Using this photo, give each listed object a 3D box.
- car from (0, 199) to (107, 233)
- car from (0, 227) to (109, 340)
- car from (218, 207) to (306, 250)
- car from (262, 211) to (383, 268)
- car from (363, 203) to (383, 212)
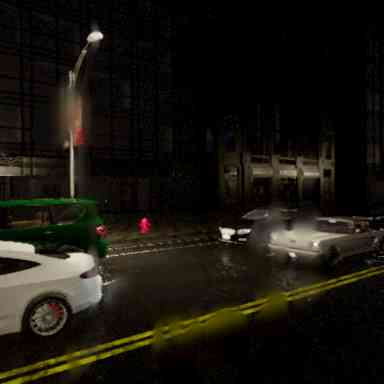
[{"bbox_3d":[-4.886,1.217,8.186,5.566,2.045,2.150,0,0,-36],"label":"car"},{"bbox_3d":[-3.736,1.528,5.012,4.674,1.442,1.812,0,0,-36],"label":"car"},{"bbox_3d":[3.285,1.408,14.022,4.902,1.511,2.128,-1,0,-36],"label":"car"},{"bbox_3d":[4.763,1.521,11.083,4.718,1.301,1.895,-1,0,-35],"label":"car"},{"bbox_3d":[11.457,1.368,19.835,4.674,1.442,1.812,-1,0,-36],"label":"car"}]
